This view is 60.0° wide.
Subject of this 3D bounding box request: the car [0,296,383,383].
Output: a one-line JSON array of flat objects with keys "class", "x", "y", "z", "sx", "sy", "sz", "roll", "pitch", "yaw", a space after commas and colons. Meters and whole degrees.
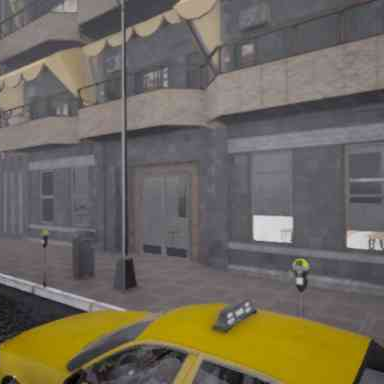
[{"class": "car", "x": 0.107, "y": 1.529, "z": 2.649, "sx": 4.829, "sy": 1.417, "sz": 1.752, "roll": 0, "pitch": 0, "yaw": 36}]
